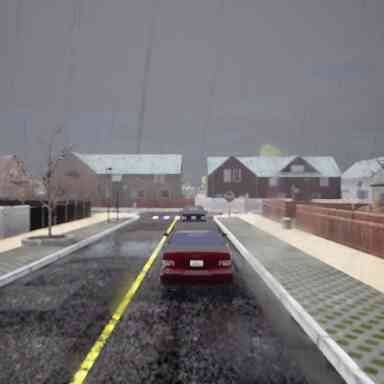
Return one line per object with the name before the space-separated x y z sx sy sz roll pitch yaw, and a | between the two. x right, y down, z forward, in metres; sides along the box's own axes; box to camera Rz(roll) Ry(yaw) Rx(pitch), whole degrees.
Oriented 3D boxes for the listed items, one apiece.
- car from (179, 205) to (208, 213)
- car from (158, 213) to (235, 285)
car | 0.102 1.610 22.804 2.033 1.411 5.357 0 0 0
car | 0.101 1.574 9.614 2.033 1.411 5.357 0 0 0
